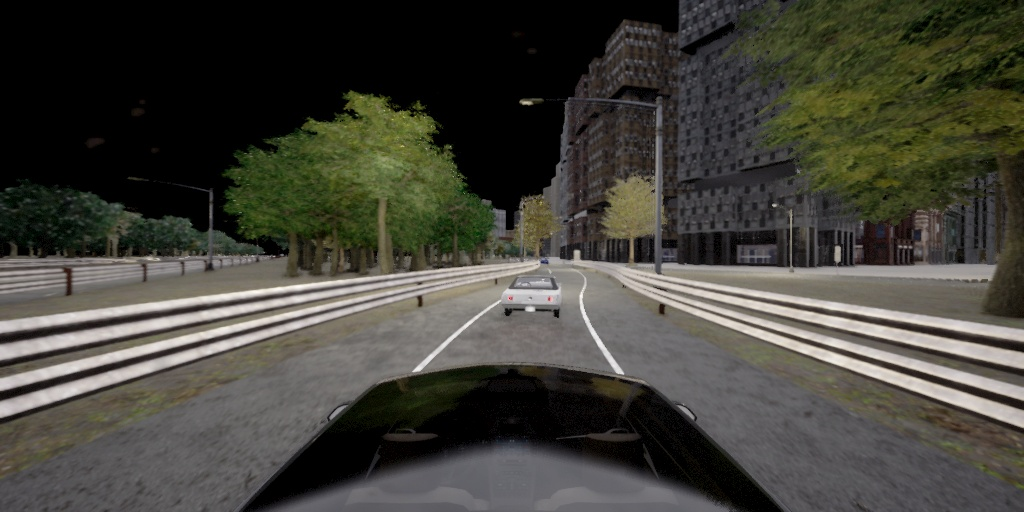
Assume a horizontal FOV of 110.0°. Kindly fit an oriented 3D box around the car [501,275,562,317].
[{"bbox_3d":[0.895,1.355,13.294,1.895,1.301,4.718,0,0,8],"label":"car"}]
